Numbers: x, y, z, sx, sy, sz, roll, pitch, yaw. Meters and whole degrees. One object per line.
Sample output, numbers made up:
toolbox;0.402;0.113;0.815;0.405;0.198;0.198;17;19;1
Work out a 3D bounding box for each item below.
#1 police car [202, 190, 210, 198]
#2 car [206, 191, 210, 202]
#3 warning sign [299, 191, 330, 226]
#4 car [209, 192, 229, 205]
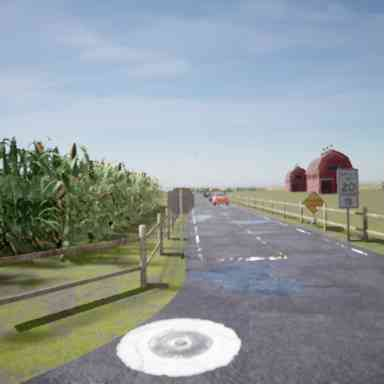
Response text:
police car;4.527;0.748;88.628;1.930;1.638;5.238;-1;0;-1
car;4.056;1.093;60.688;1.994;1.385;4.181;-1;0;0
warning sign;6.784;0.870;18.534;1.300;1.860;1.060;-1;0;-1
car;4.167;0.959;49.019;2.097;1.767;4.553;-1;0;-1
